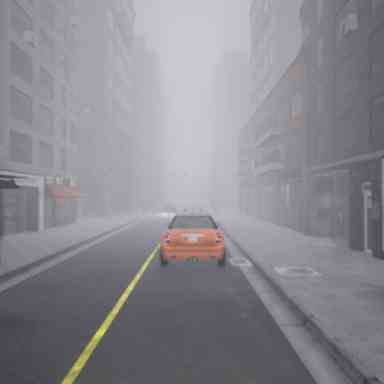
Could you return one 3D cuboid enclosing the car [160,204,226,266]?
[{"bbox_3d":[0.044,1.496,12.259,2.097,1.767,4.553,0,-1,1],"label":"car"}]

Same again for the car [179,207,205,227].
[{"bbox_3d":[0.037,1.918,26.718,1.895,1.301,4.718,0,-1,1],"label":"car"}]

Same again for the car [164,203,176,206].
[{"bbox_3d":[-3.044,2.163,46.743,1.895,1.301,4.718,0,-1,1],"label":"car"}]
